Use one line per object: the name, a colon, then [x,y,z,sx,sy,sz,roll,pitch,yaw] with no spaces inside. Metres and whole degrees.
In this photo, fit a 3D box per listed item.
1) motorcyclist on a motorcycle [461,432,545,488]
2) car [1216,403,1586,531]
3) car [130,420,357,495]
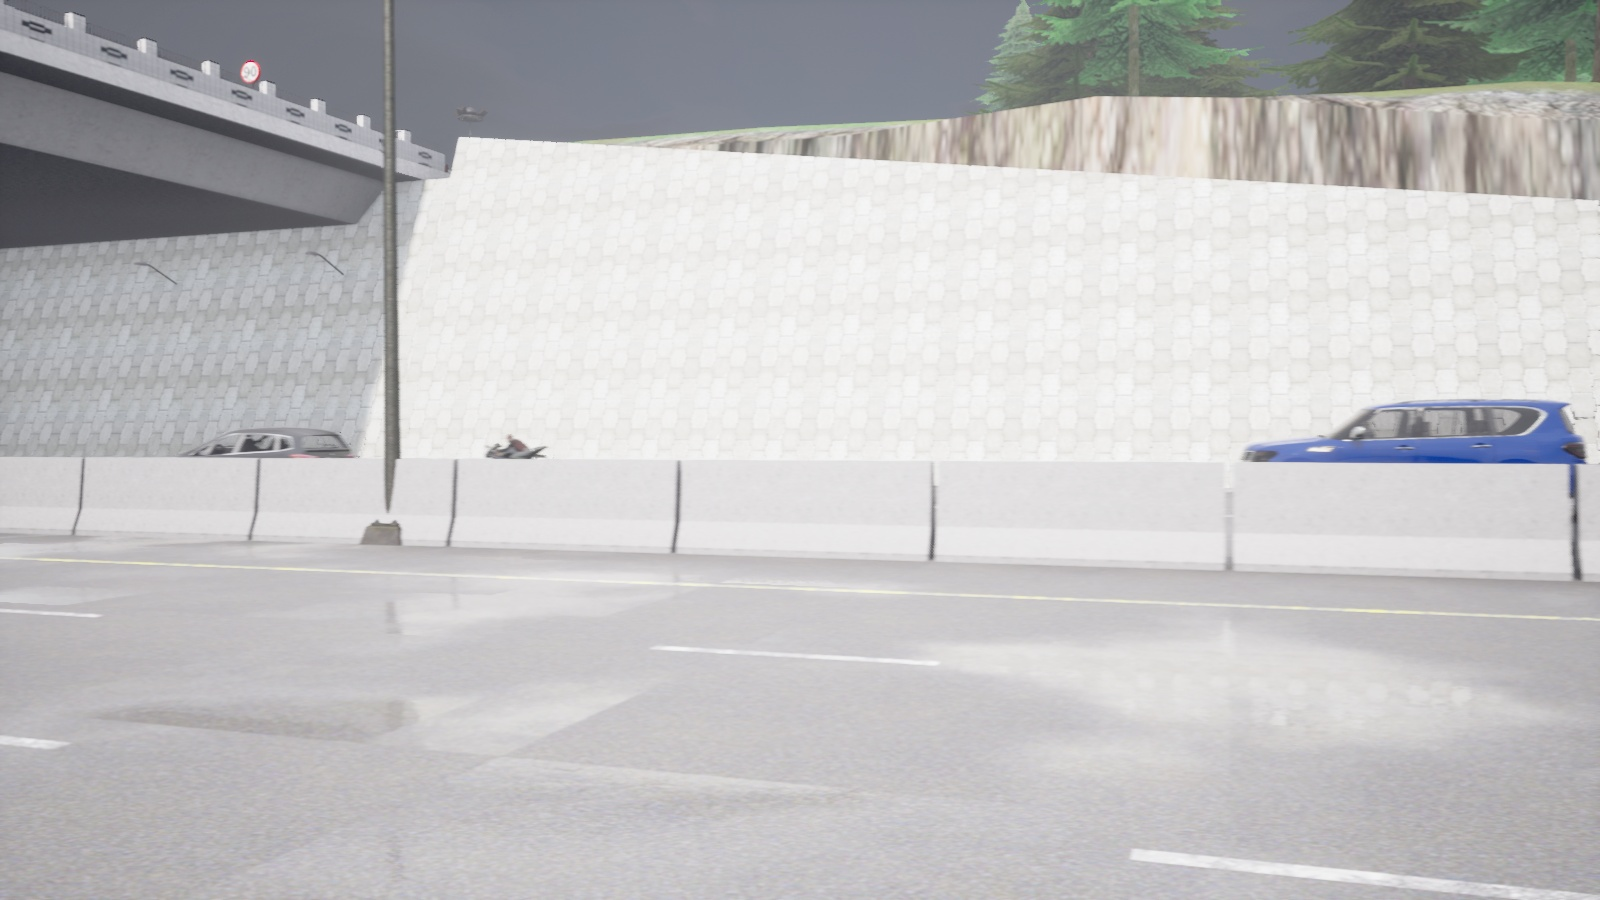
motorcyclist on a motorcycle: [-8.408,0.260,35.562,2.191,1.530,0.866,1,1,19]
car: [10.208,0.233,21.909,5.566,2.045,2.150,1,1,19]
car: [-13.158,0.144,29.775,4.611,1.667,2.242,1,1,19]
